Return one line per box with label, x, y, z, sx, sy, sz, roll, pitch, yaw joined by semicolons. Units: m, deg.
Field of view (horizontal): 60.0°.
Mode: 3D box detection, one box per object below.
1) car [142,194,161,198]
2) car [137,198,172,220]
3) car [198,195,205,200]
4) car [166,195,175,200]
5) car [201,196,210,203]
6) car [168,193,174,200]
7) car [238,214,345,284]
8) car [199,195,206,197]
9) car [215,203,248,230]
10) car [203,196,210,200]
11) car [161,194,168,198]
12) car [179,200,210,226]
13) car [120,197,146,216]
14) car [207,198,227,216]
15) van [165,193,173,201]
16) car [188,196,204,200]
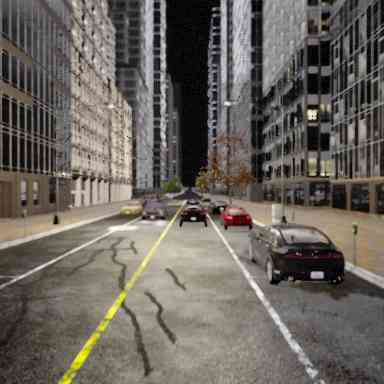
car;-5.703;1.281;43.479;2.192;1.841;5.009;0;0;0
car;-3.005;1.529;28.063;2.033;1.411;5.357;0;0;0
car;2.669;1.448;94.703;1.947;1.339;4.313;0;0;0
car;-5.711;1.460;89.018;1.947;1.339;4.313;0;0;0
car;2.674;1.460;66.409;1.752;1.417;4.829;0;0;0
car;-5.709;1.356;77.632;1.967;1.590;4.097;0;0;0
car;2.685;1.546;9.315;2.008;1.369;4.403;0;0;0
car;2.676;1.494;60.546;2.008;1.369;4.403;0;0;0
car;2.683;1.569;20.701;1.802;1.307;4.206;0;0;0
car;2.680;1.523;37.777;2.008;1.369;4.403;0;0;0
car;-5.705;1.266;54.863;2.192;1.841;5.009;0;0;0
car;0.083;1.511;23.314;1.812;1.442;4.674;0;0;0
car;-5.700;1.503;31.926;1.752;1.417;4.829;0;0;0
car;2.681;1.544;32.084;1.947;1.339;4.313;0;0;0
van;-5.710;1.247;83.323;1.690;1.788;3.998;0;0;0
car;0.093;1.516;41.161;2.033;1.411;5.357;0;0;0
